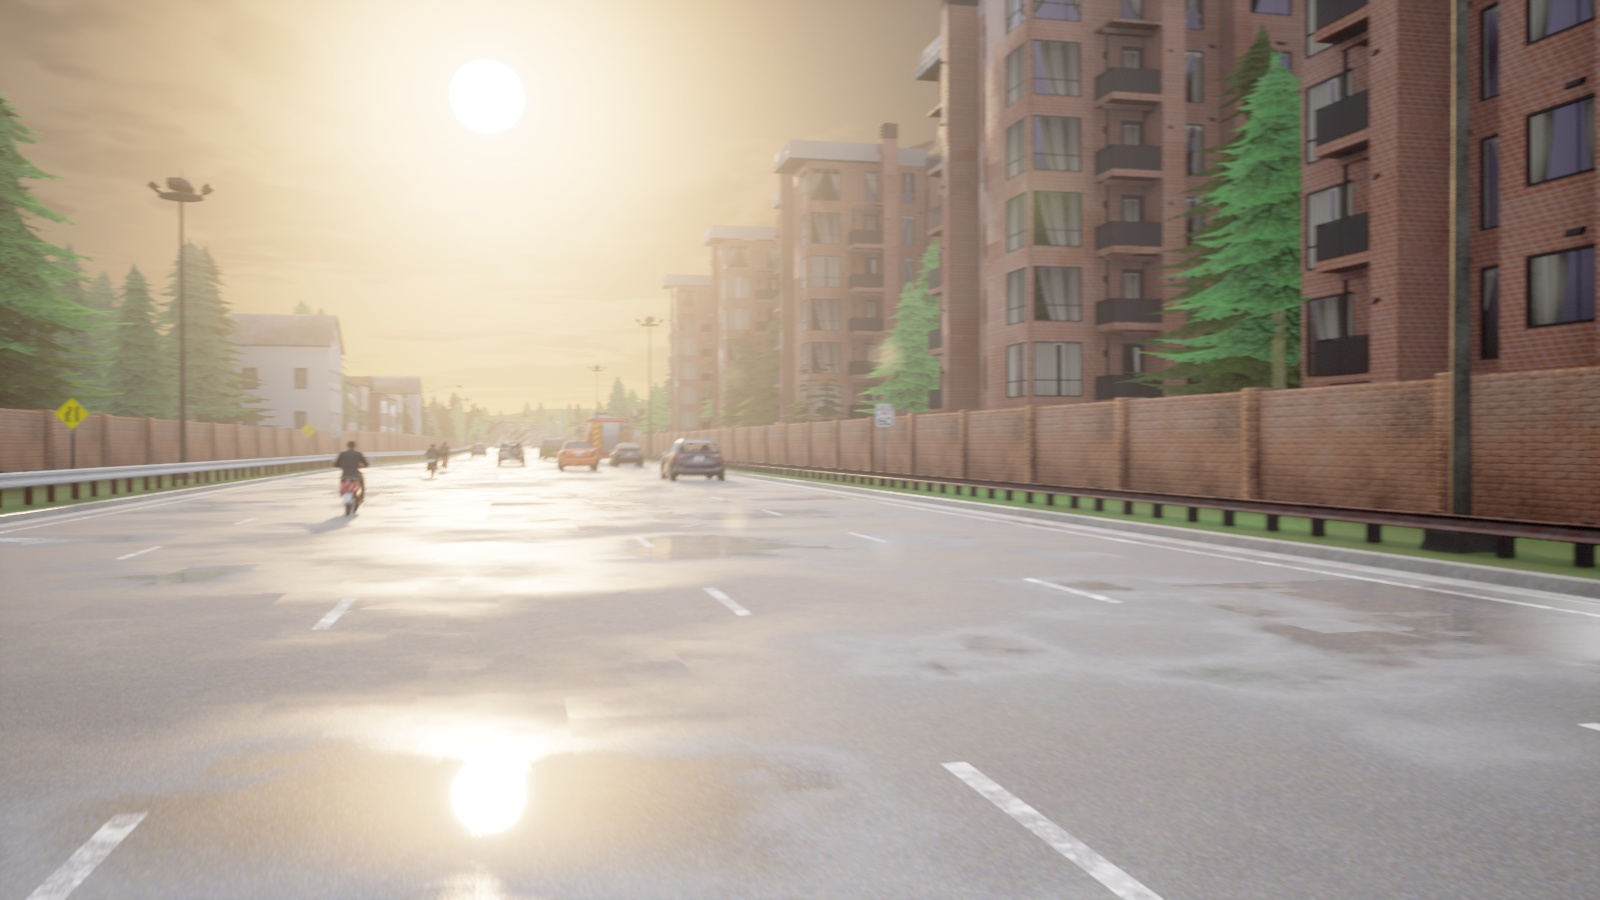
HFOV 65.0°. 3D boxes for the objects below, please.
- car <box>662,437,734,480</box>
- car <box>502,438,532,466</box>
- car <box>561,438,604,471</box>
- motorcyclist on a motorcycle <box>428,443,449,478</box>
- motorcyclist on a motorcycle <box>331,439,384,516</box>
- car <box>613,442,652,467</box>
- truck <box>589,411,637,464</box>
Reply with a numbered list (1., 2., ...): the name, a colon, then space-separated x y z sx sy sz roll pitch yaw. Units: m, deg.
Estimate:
1. car: -4.195 0.311 50.950 2.242 1.667 4.611 0 0 -13
2. car: -19.360 0.120 85.958 1.932 1.855 4.605 0 0 -12
3. car: -12.168 0.235 70.147 2.097 1.767 4.553 0 0 -13
4. motorcyclist on a motorcycle: -16.110 0.448 55.969 0.797 1.523 2.044 0 0 -13
5. motorcyclist on a motorcycle: -9.487 0.569 26.966 0.866 1.590 1.817 0 0 -13
6. car: -10.539 0.271 78.734 2.007 1.525 4.514 0 0 -13
7. truck: -14.158 -0.922 94.568 2.891 3.827 8.468 0 0 -13
